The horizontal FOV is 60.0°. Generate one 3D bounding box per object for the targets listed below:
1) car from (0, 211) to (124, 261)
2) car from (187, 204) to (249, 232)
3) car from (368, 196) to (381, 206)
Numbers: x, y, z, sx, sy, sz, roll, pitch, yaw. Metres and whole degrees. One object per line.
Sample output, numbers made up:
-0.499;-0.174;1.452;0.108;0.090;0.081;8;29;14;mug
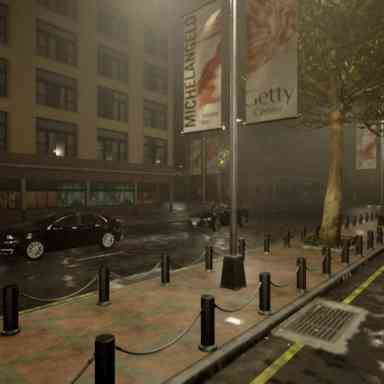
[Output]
-4.861;1.505;12.552;1.837;1.490;4.892;0;0;40;car
1.705;1.490;20.468;2.128;1.511;4.902;0;0;40;car
30.981;1.500;55.911;1.837;1.490;4.892;0;0;40;car
